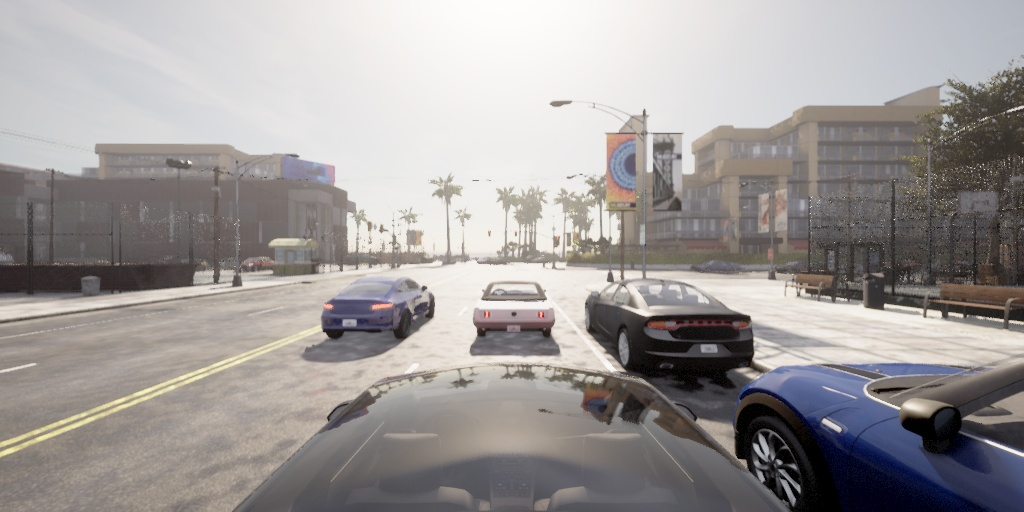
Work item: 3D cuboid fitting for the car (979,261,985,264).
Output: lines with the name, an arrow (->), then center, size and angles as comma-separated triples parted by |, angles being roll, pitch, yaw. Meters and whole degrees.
car -> 45.198, 1.174, 31.623 | 4.902, 1.511, 2.128 | 0, 0, -1

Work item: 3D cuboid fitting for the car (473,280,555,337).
car -> 0.061, 1.331, 10.232 | 1.895, 1.301, 4.718 | 0, 0, 0

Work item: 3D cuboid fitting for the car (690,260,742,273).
car -> 23.865, 1.206, 42.023 | 5.357, 1.411, 2.033 | 0, 0, -1

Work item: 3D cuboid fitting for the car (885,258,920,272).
car -> 44.776, 1.008, 42.124 | 4.553, 1.767, 2.097 | 0, 0, 0

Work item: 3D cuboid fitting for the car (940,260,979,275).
car -> 45.165, 1.166, 35.123 | 4.902, 1.511, 2.128 | 0, 0, -1

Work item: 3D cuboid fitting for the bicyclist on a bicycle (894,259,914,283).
bicyclist on a bicycle -> 26.068, 1.000, 24.061 | 0.582, 1.620, 1.656 | 0, 0, -1

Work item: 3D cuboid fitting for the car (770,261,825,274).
car -> 30.947, 1.214, 38.583 | 5.357, 1.411, 2.033 | 0, 0, 0

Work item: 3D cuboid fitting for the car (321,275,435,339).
car -> -3.441, 1.257, 9.938 | 1.812, 1.442, 4.674 | 0, 0, 0
